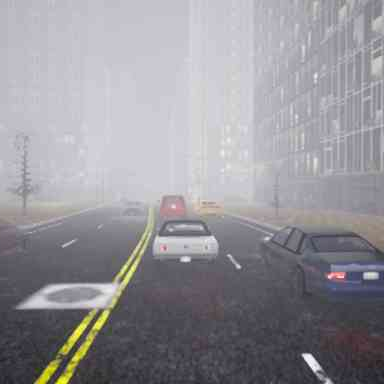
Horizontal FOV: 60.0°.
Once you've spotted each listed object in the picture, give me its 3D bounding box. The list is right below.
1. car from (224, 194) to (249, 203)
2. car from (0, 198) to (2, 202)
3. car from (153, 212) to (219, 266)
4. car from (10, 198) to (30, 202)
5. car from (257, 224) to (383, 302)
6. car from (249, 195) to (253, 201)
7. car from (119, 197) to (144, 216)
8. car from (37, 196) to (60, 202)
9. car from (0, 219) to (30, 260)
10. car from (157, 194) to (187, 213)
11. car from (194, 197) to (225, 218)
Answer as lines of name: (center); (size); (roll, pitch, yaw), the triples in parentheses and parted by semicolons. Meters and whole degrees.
car: (9.188, 1.439, 72.486); (5.009, 1.841, 2.192); (0, 0, -6)
car: (-40.845, 1.391, 67.327); (4.313, 1.339, 1.947); (0, 0, -6)
car: (-0.282, 1.597, 11.539); (1.895, 1.301, 4.718); (0, 0, -3)
car: (-35.184, 1.442, 67.831); (4.206, 1.307, 1.802); (0, 0, -6)
car: (3.110, 1.540, 8.455); (2.033, 1.411, 5.357); (0, 0, -2)
car: (13.771, 1.541, 81.381); (4.829, 1.417, 1.752); (0, 0, -6)
car: (-5.746, 1.546, 32.847); (2.033, 1.411, 5.357); (0, 0, -7)
car: (-29.525, 1.461, 68.376); (4.313, 1.339, 1.947); (0, 0, -6)
car: (-6.912, 1.573, 10.626); (1.994, 1.385, 4.181); (0, 0, -3)
car: (-1.637, 1.213, 27.230); (2.150, 2.045, 5.566); (0, 0, -6)
car: (1.318, 1.458, 29.927); (1.882, 1.535, 5.008); (0, 0, -6)
